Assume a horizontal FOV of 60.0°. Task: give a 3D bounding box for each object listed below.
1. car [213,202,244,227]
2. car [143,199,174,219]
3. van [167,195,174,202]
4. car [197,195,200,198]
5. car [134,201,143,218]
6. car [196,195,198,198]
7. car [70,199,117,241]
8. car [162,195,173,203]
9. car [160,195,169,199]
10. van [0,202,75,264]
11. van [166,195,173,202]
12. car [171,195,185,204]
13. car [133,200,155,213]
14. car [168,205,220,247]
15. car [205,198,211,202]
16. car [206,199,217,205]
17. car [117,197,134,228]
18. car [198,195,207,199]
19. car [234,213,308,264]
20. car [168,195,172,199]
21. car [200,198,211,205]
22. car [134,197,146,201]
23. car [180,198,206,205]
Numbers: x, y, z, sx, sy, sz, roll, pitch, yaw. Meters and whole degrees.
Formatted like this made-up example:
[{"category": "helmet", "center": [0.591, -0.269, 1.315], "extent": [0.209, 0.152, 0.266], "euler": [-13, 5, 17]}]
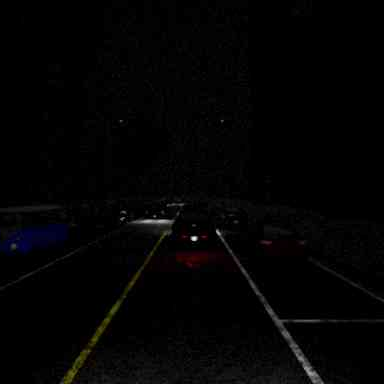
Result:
[{"category": "car", "center": [2.754, 1.650, 23.120], "extent": [2.008, 1.369, 4.403], "euler": [0, 0, 0]}, {"category": "car", "center": [-3.110, 1.679, 30.487], "extent": [2.033, 1.411, 5.357], "euler": [0, 0, 0]}, {"category": "van", "center": [-5.793, 1.762, 91.239], "extent": [1.690, 1.788, 3.998], "euler": [0, 0, 0]}, {"category": "car", "center": [2.738, 1.777, 74.217], "extent": [1.967, 1.590, 4.097], "euler": [0, 0, 0]}, {"category": "car", "center": [-5.772, 1.690, 28.787], "extent": [1.947, 1.339, 4.313], "euler": [0, 0, 0]}, {"category": "car", "center": [2.734, 1.944, 85.573], "extent": [2.008, 1.369, 4.403], "euler": [0, 0, 0]}, {"category": "car", "center": [-5.769, 1.390, 17.434], "extent": [2.192, 1.841, 5.009], "euler": [0, 0, 0]}, {"category": "car", "center": [-5.789, 1.679, 79.884], "extent": [2.192, 1.841, 5.009], "euler": [0, 0, 0]}, {"category": "car", "center": [-5.783, 1.805, 62.681], "extent": [1.752, 1.417, 4.829], "euler": [0, 0, 0]}, {"category": "van", "center": [-5.767, 1.392, 11.756], "extent": [1.690, 1.788, 3.998], "euler": [0, 0, 0]}, {"category": "van", "center": [-5.791, 1.734, 85.562], "extent": [1.690, 1.788, 3.998], "euler": [0, 0, 0]}, {"category": "car", "center": [-3.022, 1.844, 71.151], "extent": [1.812, 1.442, 4.674], "euler": [0, 0, 0]}, {"category": "car", "center": [-5.776, 1.725, 40.142], "extent": [2.008, 1.369, 4.403], "euler": [0, 0, 0]}, {"category": "car", "center": [0.090, 1.572, 15.438], "extent": [1.837, 1.490, 4.892], "euler": [0, 0, 0]}, {"category": "car", "center": [2.749, 1.701, 40.322], "extent": [1.752, 1.417, 4.829], "euler": [0, 0, 0]}, {"category": "car", "center": [2.751, 1.731, 34.475], "extent": [1.802, 1.307, 4.206], "euler": [0, 0, 0]}, {"category": "car", "center": [-5.771, 1.414, 23.111], "extent": [2.192, 1.841, 5.009], "euler": [0, 0, 0]}, {"category": "car", "center": [2.344, 1.709, 52.563], "extent": [1.882, 1.535, 5.008], "euler": [0, 0, 0]}, {"category": "car", "center": [2.758, 1.633, 11.765], "extent": [1.802, 1.307, 4.206], "euler": [0, 0, 0]}, {"category": "car", "center": [-5.785, 1.891, 68.529], "extent": [1.802, 1.307, 4.206], "euler": [0, 0, 0]}, {"category": "car", "center": [2.740, 1.860, 68.540], "extent": [2.008, 1.369, 4.403], "euler": [0, 0, 0]}, {"category": "car", "center": [-5.774, 1.464, 34.466], "extent": [2.192, 1.841, 5.009], "euler": [0, 0, 0]}, {"category": "car", "center": [0.087, 1.645, 32.593], "extent": [1.837, 1.490, 4.892], "euler": [0, 0, 0]}]
